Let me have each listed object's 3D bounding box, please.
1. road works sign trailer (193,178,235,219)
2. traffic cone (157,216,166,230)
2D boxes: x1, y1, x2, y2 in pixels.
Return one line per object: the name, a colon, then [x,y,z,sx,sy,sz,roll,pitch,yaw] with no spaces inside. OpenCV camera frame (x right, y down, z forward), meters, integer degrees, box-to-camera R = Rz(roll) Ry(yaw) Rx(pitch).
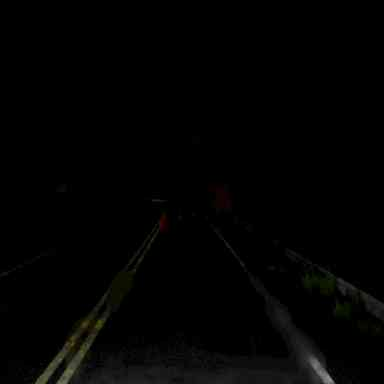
road works sign trailer: [1.841,0.407,24.025,2.880,2.380,3.560,-15,4,22]
traffic cone: [-1.711,1.731,18.106,0.340,0.580,0.340,0,1,-2]
